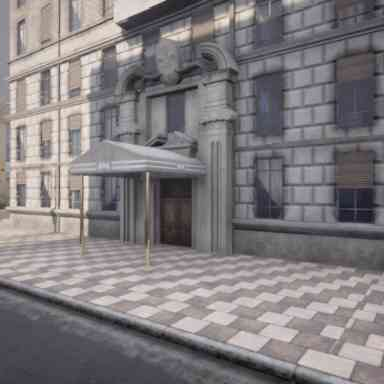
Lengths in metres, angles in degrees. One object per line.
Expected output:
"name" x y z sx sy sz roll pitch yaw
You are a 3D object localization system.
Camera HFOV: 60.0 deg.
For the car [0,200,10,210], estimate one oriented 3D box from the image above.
"car" -24.014 1.597 40.453 1.895 1.301 4.718 0 0 35
